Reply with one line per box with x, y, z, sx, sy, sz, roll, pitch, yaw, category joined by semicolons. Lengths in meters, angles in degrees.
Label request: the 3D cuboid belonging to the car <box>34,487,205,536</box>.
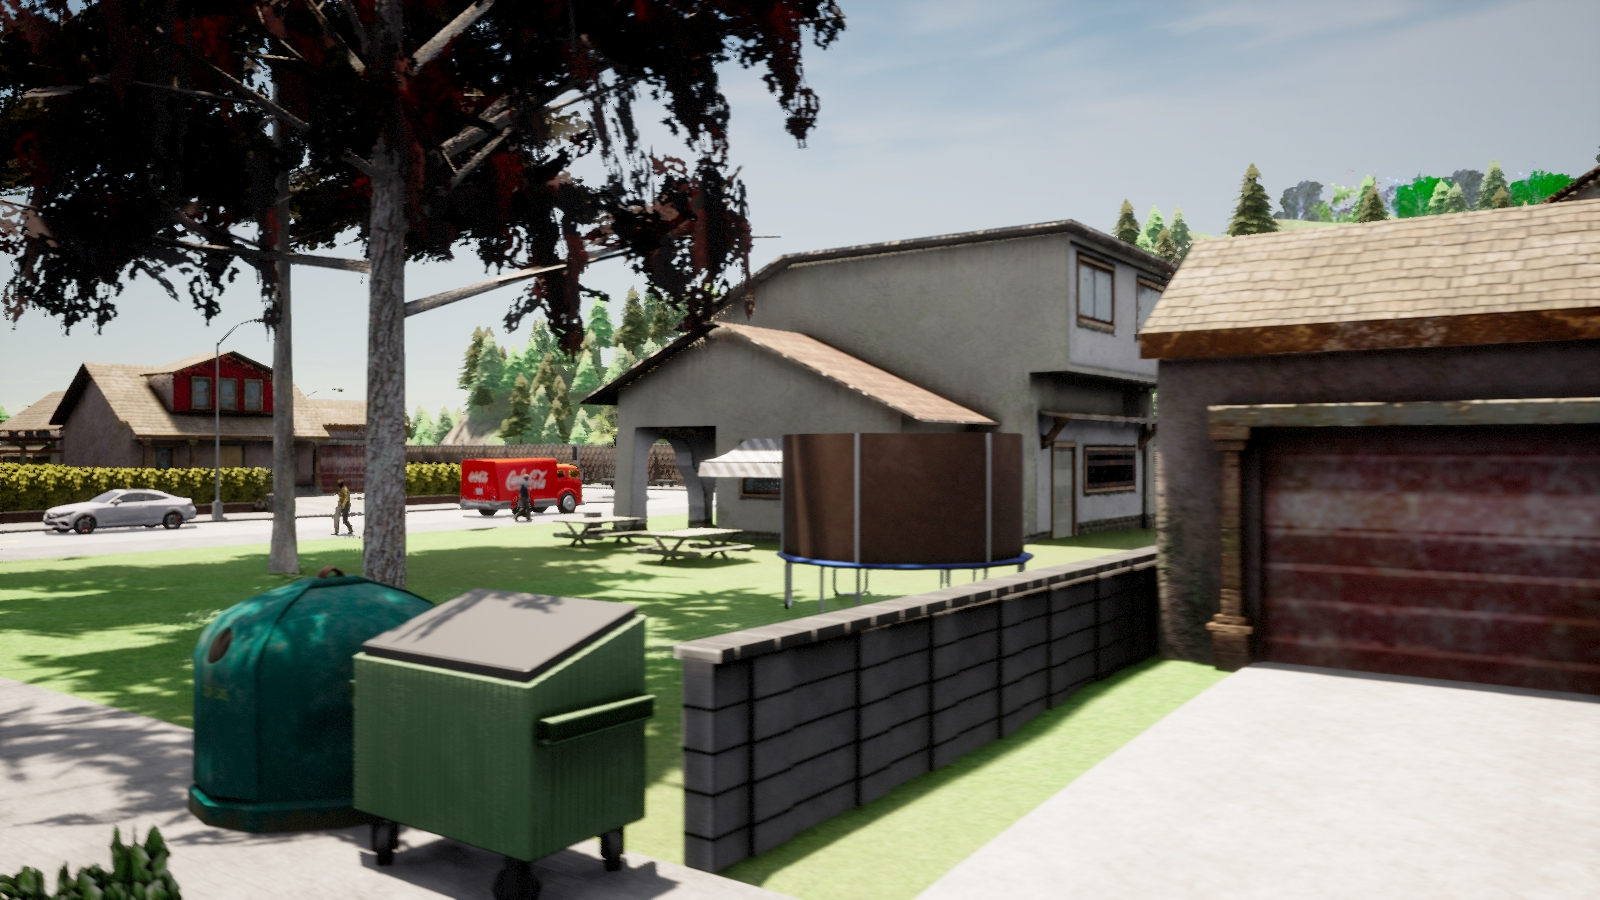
-23.481;2.088;39.604;2.002;1.442;4.674;0;0;35;car

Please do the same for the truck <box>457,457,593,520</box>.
-11.723;1.580;49.039;2.627;2.467;5.204;0;0;35;truck

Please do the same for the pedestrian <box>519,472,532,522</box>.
-10.254;1.750;42.641;0.375;1.860;0.375;0;0;-29;pedestrian

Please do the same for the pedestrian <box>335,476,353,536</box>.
-14.343;1.748;35.931;0.375;1.860;0.375;0;0;35;pedestrian
